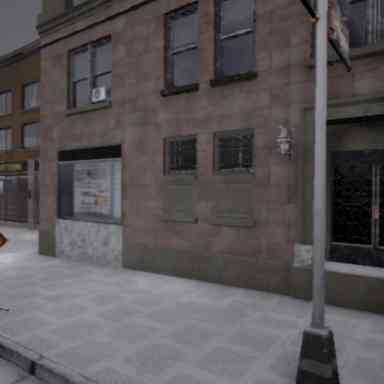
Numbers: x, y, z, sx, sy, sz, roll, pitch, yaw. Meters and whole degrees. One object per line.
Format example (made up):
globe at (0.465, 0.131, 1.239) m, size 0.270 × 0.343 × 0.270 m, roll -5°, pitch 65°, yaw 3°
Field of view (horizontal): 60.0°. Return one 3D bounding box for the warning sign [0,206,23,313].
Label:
warning sign at (-3.968, 1.191, 5.927) m, size 1.060 × 1.860 × 1.300 m, roll 1°, pitch -1°, yaw 35°
